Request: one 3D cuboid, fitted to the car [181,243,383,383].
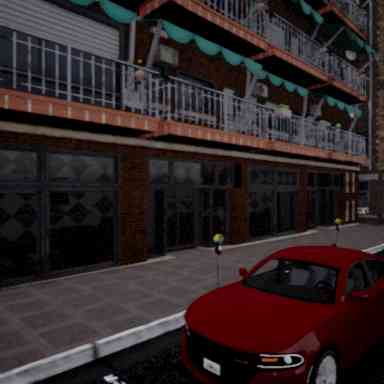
[{"bbox_3d":[1.812,1.535,4.953,4.507,1.381,1.887,0,0,-44],"label":"car"}]
